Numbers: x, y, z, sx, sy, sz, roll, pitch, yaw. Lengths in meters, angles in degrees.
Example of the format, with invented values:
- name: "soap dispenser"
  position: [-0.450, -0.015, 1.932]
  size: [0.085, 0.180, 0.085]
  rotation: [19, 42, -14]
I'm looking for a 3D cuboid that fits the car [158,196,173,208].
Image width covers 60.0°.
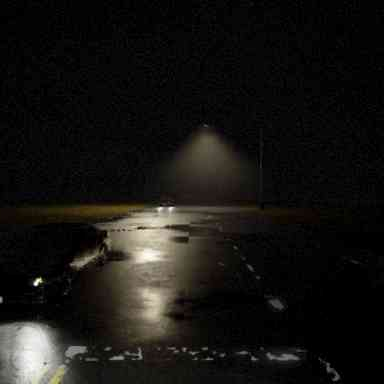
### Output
- name: "car"
  position: [-3.689, 1.400, 46.802]
  size: [1.837, 1.490, 4.892]
  rotation: [0, 0, 0]

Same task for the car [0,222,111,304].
- name: "car"
  position: [-3.522, 1.525, 8.619]
  size: [2.033, 1.411, 5.357]
  rotation: [0, 1, 0]
